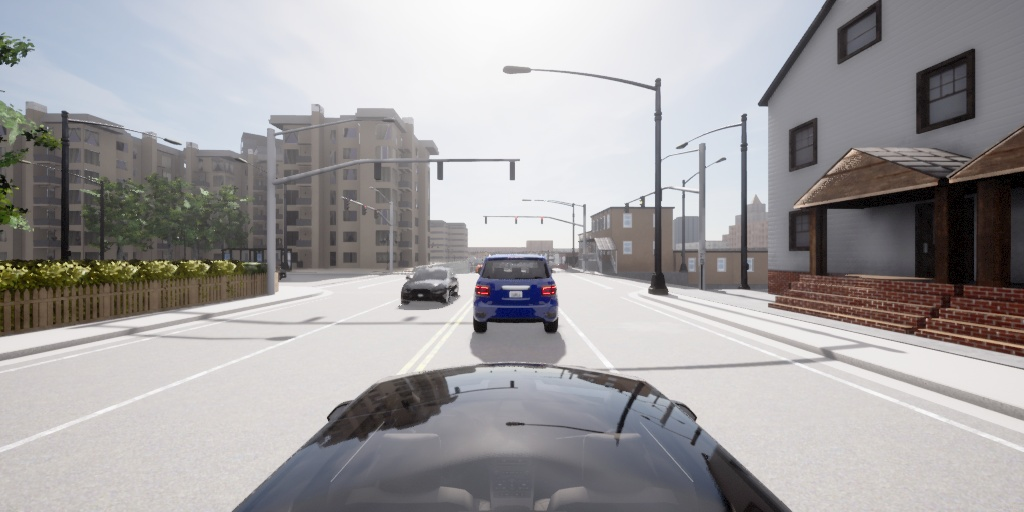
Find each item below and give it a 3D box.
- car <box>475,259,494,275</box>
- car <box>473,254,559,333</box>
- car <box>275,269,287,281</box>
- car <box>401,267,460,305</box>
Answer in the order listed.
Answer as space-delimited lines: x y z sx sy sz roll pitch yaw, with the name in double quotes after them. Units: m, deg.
-3.549 1.506 46.939 2.097 1.767 4.553 1 -5 0 "car"
0.103 0.971 10.918 2.150 2.045 5.566 0 0 0 "car"
-20.337 1.253 28.125 4.892 1.490 1.837 0 0 1 "car"
-3.511 1.255 16.162 1.837 1.490 4.892 1 0 0 "car"
